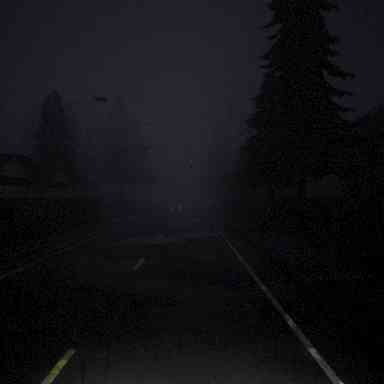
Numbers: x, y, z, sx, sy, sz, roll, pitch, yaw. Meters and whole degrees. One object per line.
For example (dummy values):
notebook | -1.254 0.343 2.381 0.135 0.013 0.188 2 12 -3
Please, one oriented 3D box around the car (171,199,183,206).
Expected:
car | -3.546 2.324 73.119 1.837 1.490 4.892 0 -1 -2

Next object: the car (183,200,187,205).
car | -3.063 2.486 82.881 1.994 1.385 4.181 0 -1 -31
